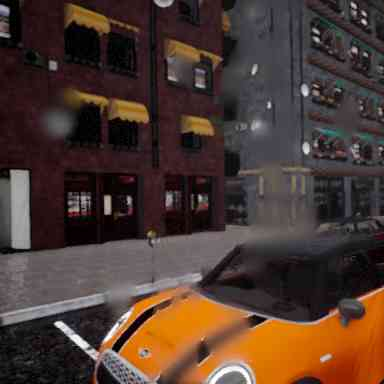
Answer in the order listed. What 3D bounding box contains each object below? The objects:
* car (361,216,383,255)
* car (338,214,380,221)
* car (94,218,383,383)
[{"bbox_3d":[8.787,1.676,13.619,4.206,1.307,1.802,0,-2,-40],"label":"car"},{"bbox_3d":[4.512,1.528,10.080,4.097,1.590,1.967,0,-2,-40],"label":"car"},{"bbox_3d":[1.178,1.396,4.089,4.553,1.767,2.097,0,-1,-40],"label":"car"}]
